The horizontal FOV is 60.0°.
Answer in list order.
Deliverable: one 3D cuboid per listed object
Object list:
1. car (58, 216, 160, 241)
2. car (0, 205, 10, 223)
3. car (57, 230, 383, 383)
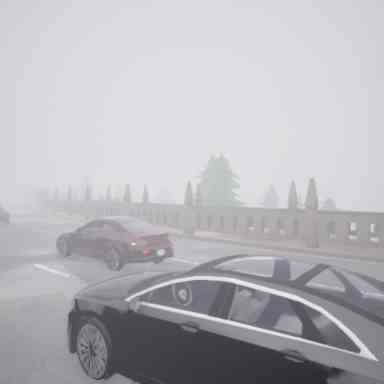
[{"bbox_3d":[-2.606,1.520,10.886,4.674,1.442,1.812,0,0,41],"label":"car"},{"bbox_3d":[-14.397,1.499,23.756,1.994,1.385,4.181,0,0,-37],"label":"car"},{"bbox_3d":[0.537,1.499,3.784,4.902,1.511,2.128,0,0,37],"label":"car"}]
